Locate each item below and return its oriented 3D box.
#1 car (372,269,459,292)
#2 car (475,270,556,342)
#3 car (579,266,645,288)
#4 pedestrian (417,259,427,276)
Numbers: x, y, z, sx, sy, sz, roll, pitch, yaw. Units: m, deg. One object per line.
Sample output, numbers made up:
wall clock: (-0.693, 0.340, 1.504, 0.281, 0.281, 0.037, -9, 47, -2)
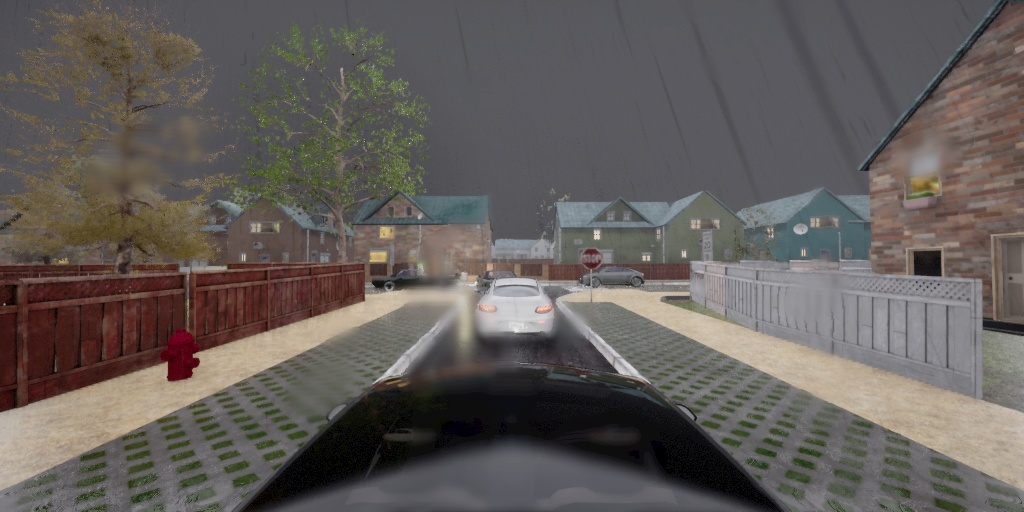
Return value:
car: (-5.496, 1.416, 20.913, 4.718, 1.301, 1.895, -1, -1, 1)
car: (0.097, 1.279, 9.713, 1.812, 1.442, 4.674, 0, 0, 0)
car: (6.523, 1.344, 23.712, 4.181, 1.385, 1.994, 0, -1, 1)
pedestrian: (-6.718, 1.119, 26.797, 0.375, 1.860, 0.375, 0, -1, 1)
